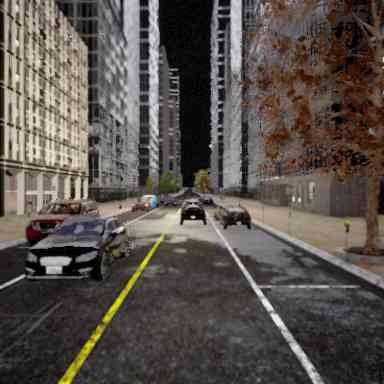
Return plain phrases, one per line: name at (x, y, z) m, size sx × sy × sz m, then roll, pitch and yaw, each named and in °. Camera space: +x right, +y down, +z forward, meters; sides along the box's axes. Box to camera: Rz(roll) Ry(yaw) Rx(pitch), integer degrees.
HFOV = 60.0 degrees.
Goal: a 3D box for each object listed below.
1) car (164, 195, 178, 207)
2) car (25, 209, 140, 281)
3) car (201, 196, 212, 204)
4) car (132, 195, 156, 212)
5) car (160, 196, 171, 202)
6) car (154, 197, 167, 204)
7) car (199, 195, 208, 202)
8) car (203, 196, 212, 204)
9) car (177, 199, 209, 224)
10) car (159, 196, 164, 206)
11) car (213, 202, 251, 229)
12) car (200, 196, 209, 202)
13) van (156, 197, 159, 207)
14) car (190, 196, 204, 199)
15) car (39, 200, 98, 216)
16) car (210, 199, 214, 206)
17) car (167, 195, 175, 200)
car at (-3.096, 1.527, 50.430) m, size 2.033 × 1.411 × 5.357 m, roll 0°, pitch 0°, yaw 0°
car at (-3.103, 1.491, 9.931) m, size 2.128 × 1.511 × 4.902 m, roll 0°, pitch 0°, yaw 0°
car at (2.670, 1.513, 61.022) m, size 1.887 × 1.381 × 4.507 m, roll 0°, pitch 0°, yaw 0°
car at (-5.705, 1.429, 38.259) m, size 1.967 × 1.590 × 4.097 m, roll 0°, pitch 0°, yaw 0°
car at (-5.714, 1.518, 72.412) m, size 1.947 × 1.339 × 4.313 m, roll 0°, pitch 0°, yaw 0°
car at (-5.711, 1.533, 61.028) m, size 1.947 × 1.339 × 4.313 m, roll 0°, pitch 0°, yaw 0°
car at (2.665, 1.489, 78.101) m, size 1.887 × 1.381 × 4.507 m, roll 0°, pitch 0°, yaw 0°
car at (2.672, 1.541, 55.330) m, size 1.947 × 1.339 × 4.313 m, roll 0°, pitch 0°, yaw 0°
car at (0.089, 1.521, 24.739) m, size 1.812 × 1.442 × 4.674 m, roll 0°, pitch 0°, yaw 0°
car at (-5.708, 1.546, 49.644) m, size 1.947 × 1.339 × 4.313 m, roll 0°, pitch 0°, yaw 0°
car at (2.681, 1.548, 21.173) m, size 2.008 × 1.369 × 4.403 m, roll 0°, pitch 0°, yaw 0°
car at (2.667, 1.535, 72.407) m, size 1.802 × 1.307 × 4.206 m, roll 0°, pitch 0°, yaw 0°
van at (-5.706, 1.326, 43.950) m, size 1.690 × 1.788 × 3.998 m, roll 0°, pitch 0°, yaw 0°
car at (0.087, 1.534, 42.817) m, size 2.033 × 1.411 × 5.357 m, roll 0°, pitch 0°, yaw 0°
car at (-5.699, 1.313, 15.490) m, size 2.192 × 1.841 × 5.009 m, roll 0°, pitch 0°, yaw 0°
car at (2.680, 1.521, 27.037) m, size 1.752 × 1.417 × 4.829 m, roll 0°, pitch 0°, yaw 0°
car at (-5.719, 1.470, 89.489) m, size 1.887 × 1.381 × 4.507 m, roll 0°, pitch 0°, yaw 0°
